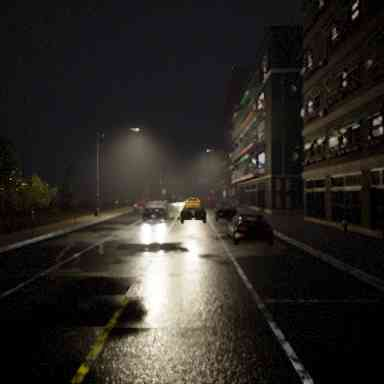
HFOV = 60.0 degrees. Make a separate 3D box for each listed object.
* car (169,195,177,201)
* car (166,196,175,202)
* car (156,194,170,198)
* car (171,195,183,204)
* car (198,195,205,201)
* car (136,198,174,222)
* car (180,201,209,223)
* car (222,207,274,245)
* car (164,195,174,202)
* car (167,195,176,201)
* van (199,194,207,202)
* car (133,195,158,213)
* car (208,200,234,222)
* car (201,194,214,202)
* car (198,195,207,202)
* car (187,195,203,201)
[{"bbox_3d":[-5.292,1.613,92.257,1.752,1.417,4.829,1,0,0],"label":"car"},{"bbox_3d":[-5.294,1.627,81.354,2.008,1.369,4.403,1,0,0],"label":"car"},{"bbox_3d":[-5.295,1.365,53.673,2.192,1.841,5.009,1,0,0],"label":"car"},{"bbox_3d":[-2.743,1.576,68.195,2.128,1.511,4.902,0,0,0],"label":"car"},{"bbox_3d":[2.589,1.614,93.022,1.752,1.417,4.829,1,0,0],"label":"car"},{"bbox_3d":[-2.844,1.517,26.955,2.128,1.511,4.902,0,0,0],"label":"car"},{"bbox_3d":[0.104,1.625,25.768,1.895,1.301,4.718,0,0,0],"label":"car"},{"bbox_3d":[2.576,1.597,15.224,1.802,1.307,4.206,1,0,0],"label":"car"},{"bbox_3d":[-5.293,1.512,75.818,1.967,1.590,4.097,1,0,0],"label":"car"},{"bbox_3d":[-5.293,1.627,86.891,1.887,1.381,4.507,1,0,0],"label":"car"},{"bbox_3d":[2.588,1.413,76.218,1.690,1.788,3.998,1,0,0],"label":"van"},{"bbox_3d":[-5.299,1.475,37.064,1.967,1.590,4.097,1,0,0],"label":"car"},{"bbox_3d":[2.578,1.576,26.314,2.008,1.369,4.403,1,0,0],"label":"car"},{"bbox_3d":[2.585,1.366,54.038,2.192,1.841,5.009,1,0,0],"label":"car"},{"bbox_3d":[2.588,1.518,81.763,1.967,1.590,4.097,1,0,0],"label":"car"},{"bbox_3d":[0.107,1.518,42.775,1.882,1.535,5.008,0,0,0],"label":"car"}]
